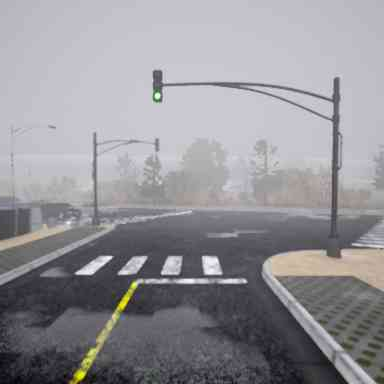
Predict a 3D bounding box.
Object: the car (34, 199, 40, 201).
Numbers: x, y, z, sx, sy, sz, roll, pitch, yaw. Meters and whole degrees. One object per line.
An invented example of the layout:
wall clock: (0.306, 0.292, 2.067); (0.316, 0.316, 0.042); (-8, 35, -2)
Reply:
car: (-16.835, 1.595, 37.857); (4.902, 1.511, 2.128); (0, 2, 36)

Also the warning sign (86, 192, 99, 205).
warning sign: (-14.258, 0.906, 47.670); (1.060, 1.860, 1.300); (2, 1, 36)

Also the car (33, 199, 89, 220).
car: (-12.009, 1.674, 30.331); (4.892, 1.490, 1.837); (-1, 2, 34)

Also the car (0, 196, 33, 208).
car: (-19.992, 1.449, 36.122); (5.566, 2.045, 2.150); (0, 2, 36)

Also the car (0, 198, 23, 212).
car: (-24.326, 1.649, 43.318); (4.902, 1.511, 2.128); (0, 2, 36)

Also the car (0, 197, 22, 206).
car: (-30.872, 1.572, 56.199); (4.181, 1.385, 1.994); (0, 2, 36)

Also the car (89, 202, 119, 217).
car: (-9.307, 1.649, 32.386); (4.718, 1.301, 1.895); (0, 2, 36)
